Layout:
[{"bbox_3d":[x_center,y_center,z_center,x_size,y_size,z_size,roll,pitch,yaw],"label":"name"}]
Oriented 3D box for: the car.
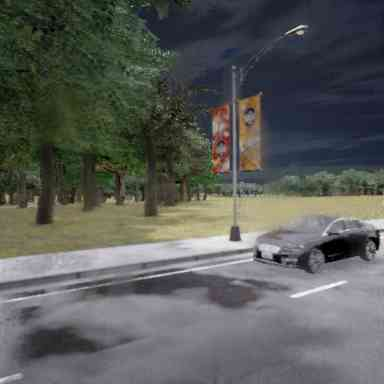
[{"bbox_3d":[4.061,1.477,10.541,4.902,1.511,2.128,0,0,-35],"label":"car"}]
